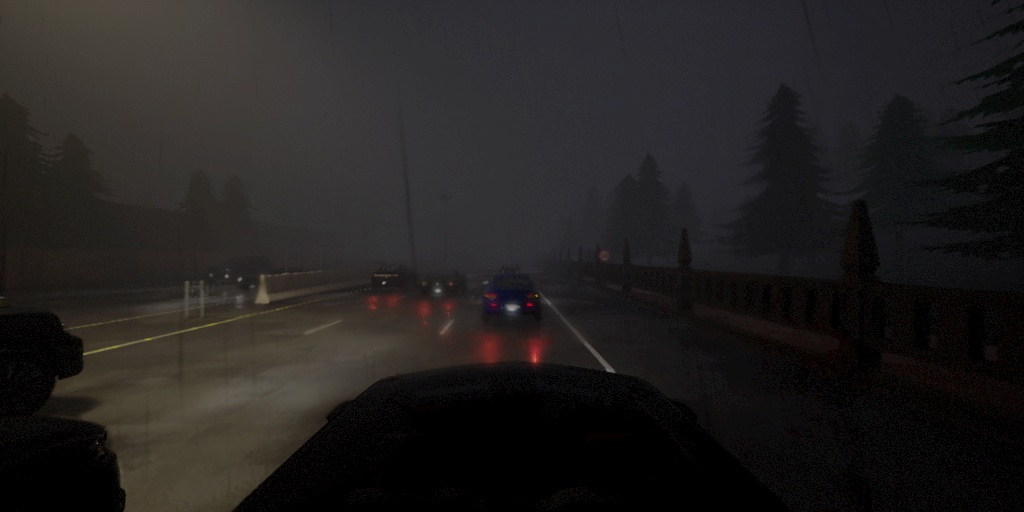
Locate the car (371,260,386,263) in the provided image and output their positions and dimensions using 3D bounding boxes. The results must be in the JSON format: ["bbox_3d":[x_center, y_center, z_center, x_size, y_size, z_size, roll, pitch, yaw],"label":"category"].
[{"bbox_3d":[-17.874,1.336,47.846,1.837,1.490,4.892,0,0,0],"label":"car"}]

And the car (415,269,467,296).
[{"bbox_3d":[-3.565,1.377,19.404,1.895,1.301,4.718,0,0,0],"label":"car"}]

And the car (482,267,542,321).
[{"bbox_3d":[-0.015,1.288,12.404,1.812,1.442,4.674,0,0,0],"label":"car"}]

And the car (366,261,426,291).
[{"bbox_3d":[-7.079,1.277,22.228,2.128,1.511,4.902,0,0,0],"label":"car"}]

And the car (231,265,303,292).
[{"bbox_3d":[-14.280,1.396,21.922,1.895,1.301,4.718,0,0,0],"label":"car"}]

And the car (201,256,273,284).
[{"bbox_3d":[-21.307,1.034,28.181,2.150,2.045,5.566,0,0,0],"label":"car"}]

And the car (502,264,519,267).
[{"bbox_3d":[-0.132,1.388,33.048,1.895,1.301,4.718,0,0,0],"label":"car"}]

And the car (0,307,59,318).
[{"bbox_3d":[-6.921,0.985,2.428,2.150,2.045,5.566,0,0,0],"label":"car"}]

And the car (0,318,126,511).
[{"bbox_3d":[-3.426,1.246,0.261,2.128,1.511,4.902,0,0,0],"label":"car"}]
